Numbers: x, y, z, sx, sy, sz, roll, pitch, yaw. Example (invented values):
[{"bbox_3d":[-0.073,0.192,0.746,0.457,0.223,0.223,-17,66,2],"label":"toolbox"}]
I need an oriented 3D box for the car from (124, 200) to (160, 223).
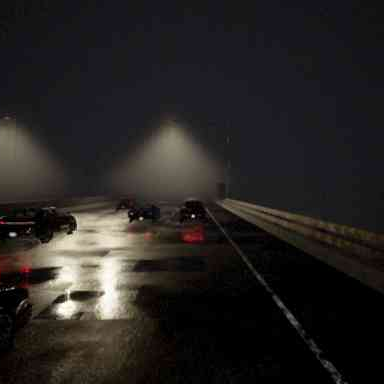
[{"bbox_3d":[-3.420,1.483,24.592,1.895,1.301,4.718,0,0,0],"label":"car"}]

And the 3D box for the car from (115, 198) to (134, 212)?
[{"bbox_3d":[-6.930,1.354,35.843,1.812,1.442,4.674,0,0,0],"label":"car"}]

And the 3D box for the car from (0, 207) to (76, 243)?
[{"bbox_3d":[-6.912,1.417,15.290,2.128,1.511,4.902,0,0,0],"label":"car"}]

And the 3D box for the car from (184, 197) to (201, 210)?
[{"bbox_3d":[0.065,1.347,41.906,2.033,1.411,5.357,0,0,0],"label":"car"}]

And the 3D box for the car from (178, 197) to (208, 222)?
[{"bbox_3d":[0.080,1.385,24.719,1.837,1.490,4.892,0,0,0],"label":"car"}]

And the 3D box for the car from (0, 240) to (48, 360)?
[{"bbox_3d":[-3.402,1.533,2.730,2.033,1.411,5.357,0,0,0],"label":"car"}]
